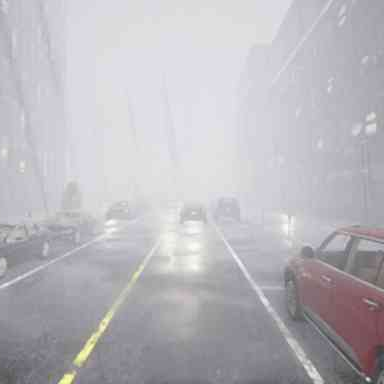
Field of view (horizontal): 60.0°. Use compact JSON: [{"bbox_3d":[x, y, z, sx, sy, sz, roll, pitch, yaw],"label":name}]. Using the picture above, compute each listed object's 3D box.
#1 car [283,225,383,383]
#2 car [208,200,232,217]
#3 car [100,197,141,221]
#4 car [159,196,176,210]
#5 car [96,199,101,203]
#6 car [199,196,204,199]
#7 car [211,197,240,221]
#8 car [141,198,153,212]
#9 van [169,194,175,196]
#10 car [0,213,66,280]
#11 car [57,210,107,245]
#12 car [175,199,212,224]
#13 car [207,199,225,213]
[{"bbox_3d":[2.674,1.314,4.160,2.192,1.841,5.009,1,0,0],"label":"car"},{"bbox_3d":[2.686,1.558,32.442,1.947,1.339,4.313,1,0,0],"label":"car"},{"bbox_3d":[-5.663,1.434,26.828,1.967,1.590,4.097,1,0,0],"label":"car"},{"bbox_3d":[-3.047,1.536,42.017,2.033,1.411,5.357,0,0,0],"label":"car"},{"bbox_3d":[-18.672,1.697,72.149,4.313,1.339,1.947,0,-1,0],"label":"car"},{"bbox_3d":[0.122,1.536,41.555,2.033,1.411,5.357,0,0,0],"label":"car"},{"bbox_3d":[2.686,1.309,26.785,2.192,1.841,5.009,1,0,0],"label":"car"},{"bbox_3d":[-5.657,1.430,38.140,1.967,1.590,4.097,1,0,0],"label":"car"},{"bbox_3d":[-5.626,1.315,93.052,1.690,1.788,3.998,1,0,0],"label":"van"},{"bbox_3d":[-5.673,1.549,9.858,2.008,1.369,4.403,1,0,0],"label":"car"},{"bbox_3d":[-5.670,1.547,15.515,2.008,1.369,4.403,1,0,0],"label":"car"},{"bbox_3d":[0.113,1.497,25.058,2.163,1.488,4.792,0,0,0],"label":"car"},{"bbox_3d":[2.688,1.572,38.099,1.802,1.307,4.206,1,0,0],"label":"car"}]
